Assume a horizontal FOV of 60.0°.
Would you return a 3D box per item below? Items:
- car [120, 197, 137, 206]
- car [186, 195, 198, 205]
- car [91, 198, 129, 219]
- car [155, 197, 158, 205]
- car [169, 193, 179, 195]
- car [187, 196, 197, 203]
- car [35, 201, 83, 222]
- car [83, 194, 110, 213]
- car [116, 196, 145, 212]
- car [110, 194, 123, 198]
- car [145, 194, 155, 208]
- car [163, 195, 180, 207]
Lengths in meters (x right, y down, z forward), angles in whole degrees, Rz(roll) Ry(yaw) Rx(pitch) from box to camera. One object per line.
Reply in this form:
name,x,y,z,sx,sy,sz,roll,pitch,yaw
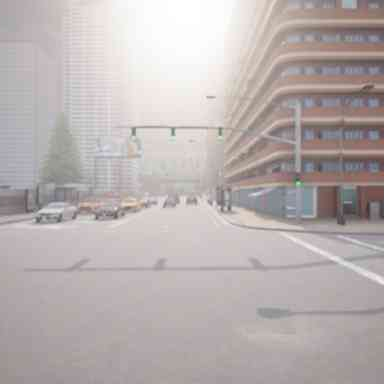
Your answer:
car,-10.553,1.530,55.459,1.837,1.490,4.892,0,0,0
car,-0.010,1.372,61.102,2.097,1.767,4.553,0,0,0
car,-7.090,1.544,29.199,1.812,1.442,4.674,0,0,0
car,-7.035,1.549,58.242,1.812,1.442,4.674,0,0,1
car,-3.470,1.243,64.598,2.150,2.045,5.566,0,0,1
car,-0.011,1.556,69.572,1.994,1.385,4.181,0,0,0
car,-10.604,1.545,26.367,1.812,1.442,4.674,0,0,2
car,-10.605,1.373,35.314,2.097,1.767,4.553,0,0,0
car,-7.104,1.498,38.538,1.882,1.535,5.008,0,0,0
car,-10.600,1.245,45.042,2.150,2.045,5.566,0,0,0
car,-7.092,1.513,48.017,2.128,1.511,4.902,0,0,0
car,-3.406,1.568,51.146,2.033,1.411,5.357,0,0,0
